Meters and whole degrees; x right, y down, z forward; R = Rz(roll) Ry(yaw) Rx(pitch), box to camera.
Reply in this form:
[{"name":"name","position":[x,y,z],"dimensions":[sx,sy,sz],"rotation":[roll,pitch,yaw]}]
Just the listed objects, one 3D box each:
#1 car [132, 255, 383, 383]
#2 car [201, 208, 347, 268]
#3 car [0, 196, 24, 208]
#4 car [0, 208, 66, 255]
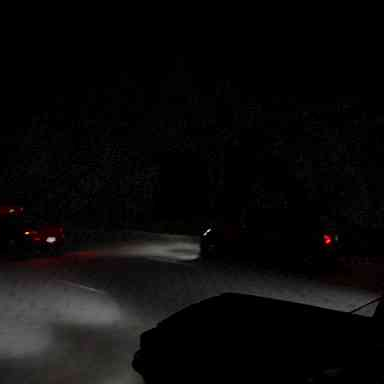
[{"name":"car","position":[1.730,1.608,2.796],"dimensions":[4.718,1.301,1.895],"rotation":[0,0,35]},{"name":"car","position":[2.505,1.384,10.946],"dimensions":[4.553,1.767,2.097],"rotation":[0,0,35]},{"name":"car","position":[-13.557,1.307,22.617],"dimensions":[5.566,2.045,2.150],"rotation":[0,0,36]},{"name":"car","position":[-6.993,1.575,13.491],"dimensions":[4.674,1.442,1.812],"rotation":[0,0,36]}]
